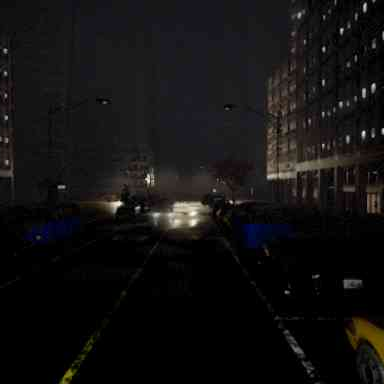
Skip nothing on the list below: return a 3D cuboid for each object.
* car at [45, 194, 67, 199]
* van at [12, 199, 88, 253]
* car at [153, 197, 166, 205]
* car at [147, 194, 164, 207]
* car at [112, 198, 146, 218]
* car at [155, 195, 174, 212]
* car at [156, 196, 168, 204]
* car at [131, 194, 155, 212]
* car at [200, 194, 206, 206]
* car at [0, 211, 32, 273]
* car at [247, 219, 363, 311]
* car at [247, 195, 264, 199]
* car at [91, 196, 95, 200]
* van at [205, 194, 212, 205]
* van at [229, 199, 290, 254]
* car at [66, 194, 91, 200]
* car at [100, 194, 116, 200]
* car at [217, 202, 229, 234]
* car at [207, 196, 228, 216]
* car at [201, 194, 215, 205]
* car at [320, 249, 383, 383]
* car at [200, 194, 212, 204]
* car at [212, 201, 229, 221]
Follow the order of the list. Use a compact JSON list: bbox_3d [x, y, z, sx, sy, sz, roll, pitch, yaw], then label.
[{"bbox_3d":[-33.113,1.633,80.194,4.097,1.590,1.967,0,1,-5],"label":"car"},{"bbox_3d":[-5.710,1.330,13.218,1.690,1.788,3.998,-1,0,0],"label":"van"},{"bbox_3d":[-5.707,1.529,58.222,1.802,1.307,4.206,-1,0,0],"label":"car"},{"bbox_3d":[-5.712,1.268,52.596,2.192,1.841,5.009,-1,0,0],"label":"car"},{"bbox_3d":[-5.706,1.524,30.094,2.008,1.369,4.403,-1,0,0],"label":"car"},{"bbox_3d":[-3.096,1.444,37.678,1.882,1.535,5.008,0,0,0],"label":"car"},{"bbox_3d":[-5.709,1.467,63.677,1.752,1.417,4.829,-1,0,0],"label":"car"},{"bbox_3d":[-5.711,1.283,35.719,2.192,1.841,5.009,-1,0,0],"label":"car"},{"bbox_3d":[2.673,1.496,52.596,1.887,1.381,4.507,-1,0,0],"label":"car"},{"bbox_3d":[-5.707,1.434,7.592,1.967,1.590,4.097,-1,0,0],"label":"car"},{"bbox_3d":[2.676,1.559,7.593,1.947,1.339,4.313,-1,0,0],"label":"car"},{"bbox_3d":[16.121,1.463,84.750,4.313,1.339,1.947,0,1,-5],"label":"car"},{"bbox_3d":[-28.205,1.562,89.076,4.206,1.307,1.802,0,1,-5],"label":"car"},{"bbox_3d":[2.669,1.309,35.720,1.690,1.788,3.998,-1,0,0],"label":"van"},{"bbox_3d":[2.671,1.330,13.218,1.690,1.788,3.998,-1,0,0],"label":"van"},{"bbox_3d":[-27.496,1.725,80.717,4.313,1.339,1.947,0,1,-5],"label":"car"},{"bbox_3d":[-22.580,1.387,89.595,4.097,1.590,1.967,0,1,-5],"label":"car"},{"bbox_3d":[2.675,1.508,19.013,1.752,1.417,4.829,-1,0,0],"label":"car"},{"bbox_3d":[2.672,1.413,30.095,1.967,1.590,4.097,-1,0,0],"label":"car"},{"bbox_3d":[2.668,1.261,58.222,2.192,1.841,5.009,-1,0,0],"label":"car"},{"bbox_3d":[2.676,1.523,2.138,1.752,1.417,4.829,-1,0,0],"label":"car"},{"bbox_3d":[2.667,1.255,63.848,2.192,1.841,5.009,-1,0,0],"label":"car"},{"bbox_3d":[2.675,1.560,24.469,1.802,1.307,4.206,-1,0,0],"label":"car"}]
